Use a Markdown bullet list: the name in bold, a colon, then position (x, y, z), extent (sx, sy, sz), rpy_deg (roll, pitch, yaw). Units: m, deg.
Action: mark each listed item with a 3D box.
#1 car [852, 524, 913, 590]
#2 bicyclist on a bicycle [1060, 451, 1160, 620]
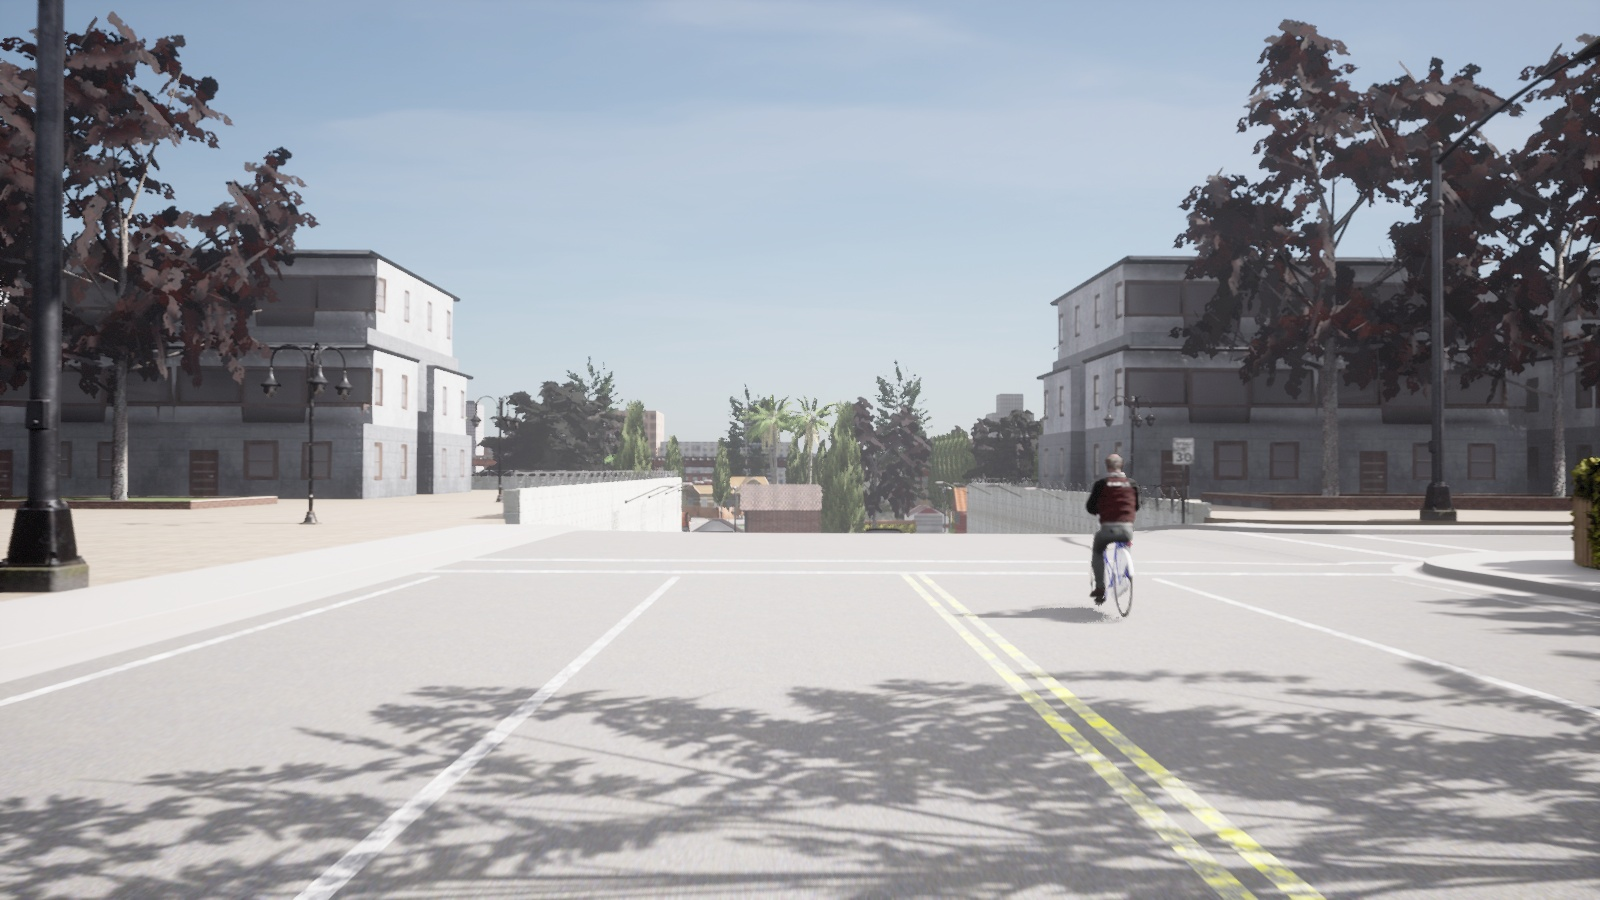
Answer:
- **car**: position (3.381, 4.548, 52.496), extent (2.150, 2.045, 5.566), rpy_deg (0, -12, 0)
- **bicyclist on a bicycle**: position (3.464, 0.910, 14.169), extent (0.659, 1.776, 1.843), rpy_deg (0, -1, 0)
